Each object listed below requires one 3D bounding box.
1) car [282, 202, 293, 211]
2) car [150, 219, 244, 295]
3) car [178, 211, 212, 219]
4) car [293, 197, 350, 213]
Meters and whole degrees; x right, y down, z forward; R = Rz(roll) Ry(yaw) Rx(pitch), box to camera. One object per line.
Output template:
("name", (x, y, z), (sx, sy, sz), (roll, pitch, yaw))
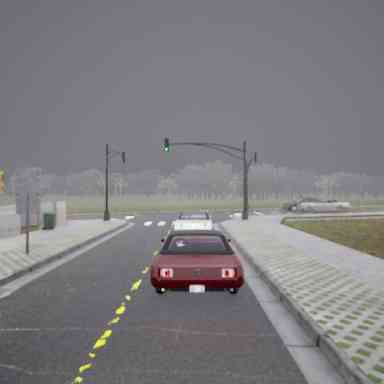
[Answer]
("car", (12.392, 1.352, 36.398), (4.892, 1.490, 1.837), (-2, -1, 1))
("car", (0.109, 1.636, 8.794), (1.895, 1.301, 4.718), (0, 0, 0))
("car", (0.155, 1.685, 18.472), (1.895, 1.301, 4.718), (0, 0, 3))
("car", (12.946, 1.362, 33.123), (4.718, 1.301, 1.895), (-2, -1, 2))
